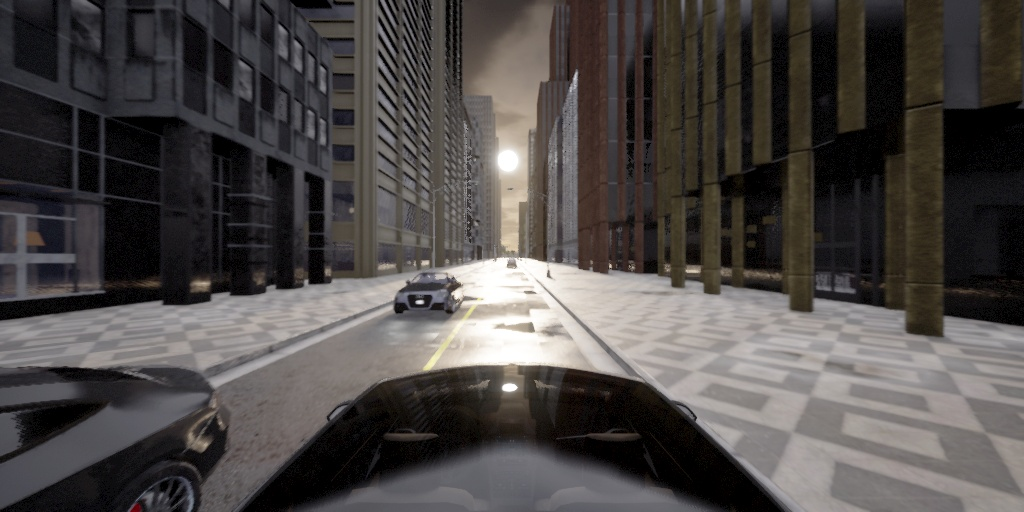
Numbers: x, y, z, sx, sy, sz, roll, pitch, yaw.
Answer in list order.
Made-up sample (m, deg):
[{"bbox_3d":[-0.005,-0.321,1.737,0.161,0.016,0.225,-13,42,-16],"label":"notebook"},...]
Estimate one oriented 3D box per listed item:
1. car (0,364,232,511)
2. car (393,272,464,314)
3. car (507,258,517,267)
[{"bbox_3d":[-3.087,1.275,0.920,1.812,1.442,4.674,0,0,0],"label":"car"},{"bbox_3d":[-3.005,1.316,13.682,1.994,1.385,4.181,0,0,0],"label":"car"},{"bbox_3d":[-0.026,1.295,64.905,2.033,1.411,5.357,0,0,0],"label":"car"}]
